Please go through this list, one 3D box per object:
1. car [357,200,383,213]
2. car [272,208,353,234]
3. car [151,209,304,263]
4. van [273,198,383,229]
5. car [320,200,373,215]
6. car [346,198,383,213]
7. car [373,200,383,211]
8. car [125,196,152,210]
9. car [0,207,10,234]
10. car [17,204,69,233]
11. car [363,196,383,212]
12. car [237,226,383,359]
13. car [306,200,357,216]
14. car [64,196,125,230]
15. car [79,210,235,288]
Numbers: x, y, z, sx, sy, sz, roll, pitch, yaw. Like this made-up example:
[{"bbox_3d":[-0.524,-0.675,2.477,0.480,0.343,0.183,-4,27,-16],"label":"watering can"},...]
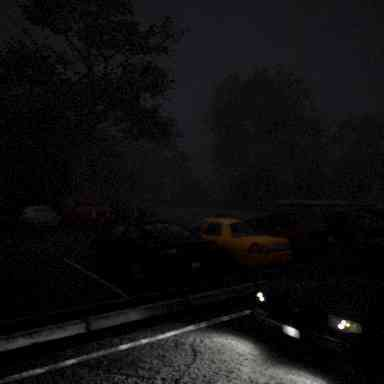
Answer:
[{"bbox_3d":[24.859,1.906,44.330,2.163,1.488,4.792,1,0,-36],"label":"car"},{"bbox_3d":[3.203,1.579,12.806,2.163,1.488,4.792,1,0,-36],"label":"car"},{"bbox_3d":[0.833,1.522,11.302,1.946,1.575,5.366,1,0,-36],"label":"car"},{"bbox_3d":[5.569,1.349,14.321,1.878,1.987,4.442,1,0,-36],"label":"van"},{"bbox_3d":[18.180,1.798,39.355,1.946,1.575,5.366,1,0,-36],"label":"car"},{"bbox_3d":[22.568,1.725,42.763,2.185,1.767,4.553,1,0,-36],"label":"car"},{"bbox_3d":[29.248,1.923,47.737,1.946,1.575,5.366,1,0,-36],"label":"car"},{"bbox_3d":[-4.674,1.296,23.183,2.435,2.045,5.566,1,0,-36],"label":"car"},{"bbox_3d":[-11.380,1.479,18.409,2.097,1.535,5.008,1,0,-36],"label":"car"},{"bbox_3d":[-9.219,1.539,19.960,2.002,1.452,4.674,1,0,-36],"label":"car"},{"bbox_3d":[27.084,1.650,45.994,2.435,2.045,5.566,1,0,-36],"label":"car"},{"bbox_3d":[3.564,1.597,6.230,5.357,1.411,2.033,1,0,-36],"label":"car"},{"bbox_3d":[15.811,1.777,37.894,2.231,1.521,4.892,1,0,-36],"label":"car"},{"bbox_3d":[-6.837,1.272,21.632,2.435,2.045,5.566,1,0,-36],"label":"car"},{"bbox_3d":[-1.332,1.500,9.516,2.097,1.535,5.008,1,0,-36],"label":"car"}]
